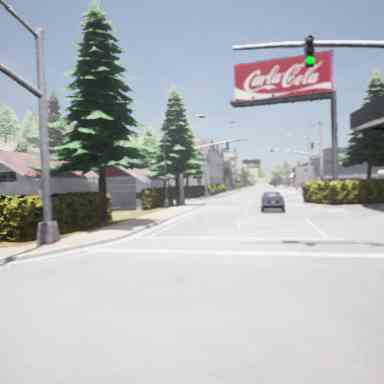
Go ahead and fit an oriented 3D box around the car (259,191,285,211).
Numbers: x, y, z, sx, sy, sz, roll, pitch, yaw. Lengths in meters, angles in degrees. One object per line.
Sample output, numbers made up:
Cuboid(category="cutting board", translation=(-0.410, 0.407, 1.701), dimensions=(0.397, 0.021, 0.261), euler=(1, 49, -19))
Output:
Cuboid(category="car", translation=(6.347, 0.653, 26.345), dimensions=(2.033, 1.411, 5.357), euler=(-1, 3, 12))
